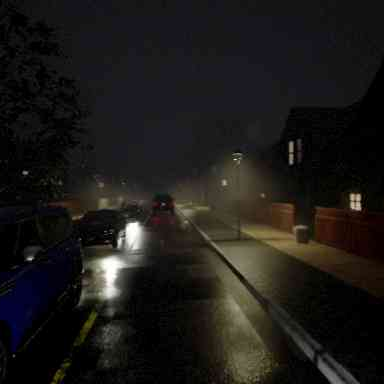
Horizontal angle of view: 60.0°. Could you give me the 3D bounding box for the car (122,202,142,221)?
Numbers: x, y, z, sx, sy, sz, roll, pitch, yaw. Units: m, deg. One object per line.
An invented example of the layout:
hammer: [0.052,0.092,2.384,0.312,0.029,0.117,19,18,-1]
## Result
car: [-5.271,1.576,28.188,2.128,1.511,4.902,-1,0,-5]

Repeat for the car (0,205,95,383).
car: [-3.216,1.279,4.998,2.150,2.045,5.566,-1,0,-5]

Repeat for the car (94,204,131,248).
car: [-4.132,1.547,15.259,1.882,1.535,5.008,-1,0,-5]

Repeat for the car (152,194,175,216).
car: [-2.920,1.261,34.098,2.150,2.045,5.566,-1,0,-5]

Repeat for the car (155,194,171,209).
car: [-4.227,1.277,48.620,2.150,2.045,5.566,-1,0,-5]
